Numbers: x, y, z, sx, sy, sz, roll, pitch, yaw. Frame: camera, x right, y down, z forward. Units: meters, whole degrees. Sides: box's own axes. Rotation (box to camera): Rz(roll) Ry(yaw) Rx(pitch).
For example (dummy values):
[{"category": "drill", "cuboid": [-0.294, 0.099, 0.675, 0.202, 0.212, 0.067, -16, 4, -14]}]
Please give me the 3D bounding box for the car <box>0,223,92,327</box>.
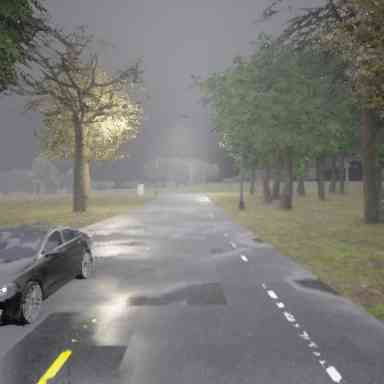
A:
[{"category": "car", "cuboid": [-3.598, 1.484, 7.127, 2.128, 1.511, 4.902, 0, 0, 0]}]
